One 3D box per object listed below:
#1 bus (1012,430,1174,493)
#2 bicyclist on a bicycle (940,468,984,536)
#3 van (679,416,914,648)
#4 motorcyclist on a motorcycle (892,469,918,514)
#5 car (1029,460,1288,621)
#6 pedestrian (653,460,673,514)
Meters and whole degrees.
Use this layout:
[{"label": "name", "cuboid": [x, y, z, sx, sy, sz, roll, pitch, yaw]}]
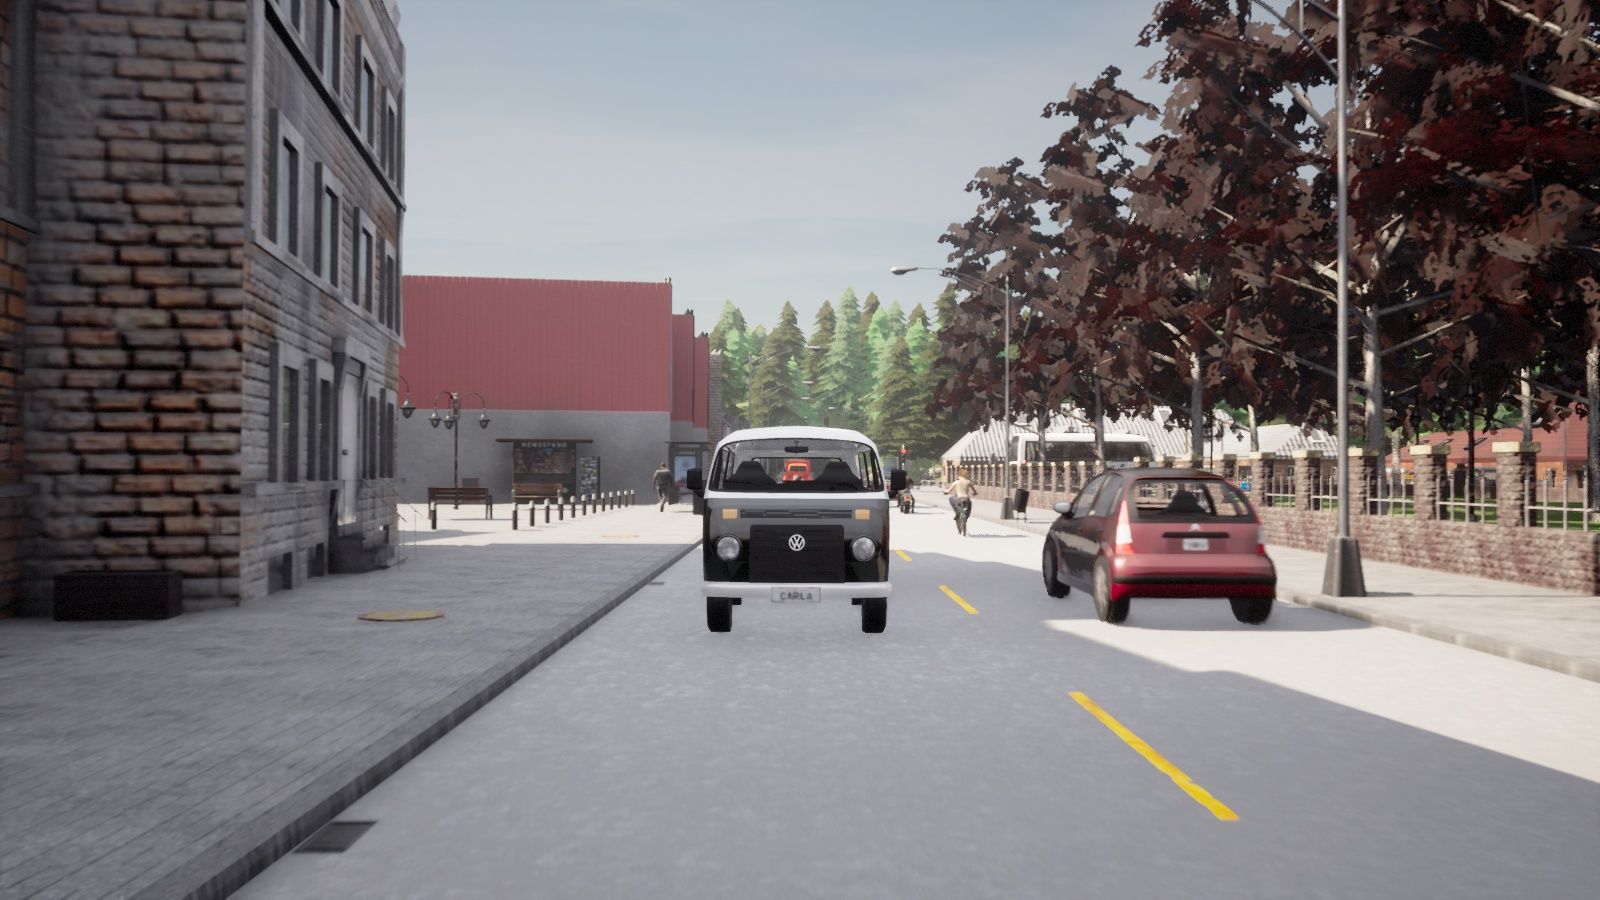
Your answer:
[{"label": "bus", "cuboid": [20.302, 0.823, 87.578, 10.273, 4.253, 3.944, 0, -1, -2]}, {"label": "bicyclist on a bicycle", "cuboid": [3.929, 1.248, 30.629, 0.866, 1.612, 1.509, 0, -1, 0]}, {"label": "van", "cuboid": [-0.034, 0.762, 13.339, 2.069, 2.038, 4.480, 0, -1, 0]}, {"label": "motorcyclist on a motorcycle", "cuboid": [3.911, 1.534, 46.878, 0.766, 1.649, 2.350, 0, -1, 0]}, {"label": "car", "cuboid": [3.964, 0.942, 14.616, 1.851, 1.617, 3.988, 0, -1, 0]}, {"label": "pedestrian", "cuboid": [-4.807, 1.281, 44.054, 0.563, 1.883, 0.849, 0, -1, 2]}]
